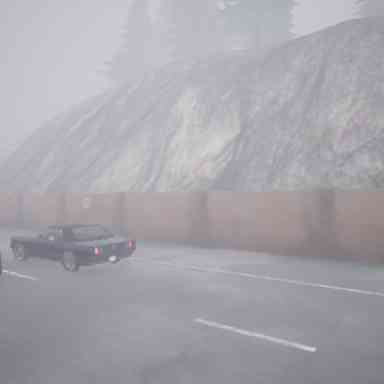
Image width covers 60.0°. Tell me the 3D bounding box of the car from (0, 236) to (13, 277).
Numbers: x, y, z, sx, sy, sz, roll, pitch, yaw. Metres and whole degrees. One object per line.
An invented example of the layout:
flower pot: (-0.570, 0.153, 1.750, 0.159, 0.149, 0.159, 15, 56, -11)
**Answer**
car: (-7.211, 1.511, 9.136, 4.553, 1.767, 2.097, -1, -1, 36)

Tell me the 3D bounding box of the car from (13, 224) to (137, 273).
car: (-4.192, 1.742, 11.283, 4.718, 1.301, 1.895, -1, -1, 35)
